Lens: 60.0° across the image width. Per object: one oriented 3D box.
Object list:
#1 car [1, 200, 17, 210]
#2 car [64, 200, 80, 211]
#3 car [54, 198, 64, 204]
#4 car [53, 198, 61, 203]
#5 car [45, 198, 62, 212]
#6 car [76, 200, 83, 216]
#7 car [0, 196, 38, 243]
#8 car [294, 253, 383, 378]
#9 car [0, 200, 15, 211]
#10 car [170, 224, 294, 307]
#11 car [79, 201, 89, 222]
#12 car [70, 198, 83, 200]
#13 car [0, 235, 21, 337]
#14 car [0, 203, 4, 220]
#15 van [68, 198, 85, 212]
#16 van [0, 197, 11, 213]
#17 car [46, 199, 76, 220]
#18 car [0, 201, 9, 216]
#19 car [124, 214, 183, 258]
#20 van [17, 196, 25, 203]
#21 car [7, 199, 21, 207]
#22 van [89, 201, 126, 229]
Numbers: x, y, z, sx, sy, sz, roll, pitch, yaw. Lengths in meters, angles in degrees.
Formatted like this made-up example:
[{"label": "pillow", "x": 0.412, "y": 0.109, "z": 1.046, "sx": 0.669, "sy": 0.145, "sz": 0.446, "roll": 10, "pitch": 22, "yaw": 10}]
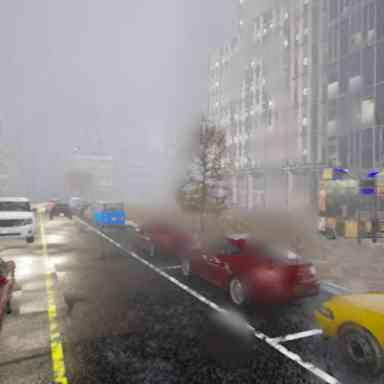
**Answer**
[{"label": "car", "x": -27.319, "y": 1.863, "z": 49.731, "sx": 1.802, "sy": 1.307, "sz": 4.206, "roll": 0, "pitch": 0, "yaw": -25}, {"label": "car", "x": -17.465, "y": 1.867, "z": 48.382, "sx": 1.752, "sy": 1.417, "sz": 4.829, "roll": 0, "pitch": 0, "yaw": -25}, {"label": "car", "x": -31.301, "y": 2.103, "z": 78.330, "sx": 1.887, "sy": 1.381, "sz": 4.507, "roll": 0, "pitch": 0, "yaw": -25}, {"label": "car", "x": -35.936, "y": 2.181, "z": 88.363, "sx": 1.887, "sy": 1.381, "sz": 4.507, "roll": 0, "pitch": 0, "yaw": -25}, {"label": "car", "x": -16.645, "y": 1.617, "z": 40.402, "sx": 2.097, "sy": 1.767, "sz": 4.553, "roll": 1, "pitch": -1, "yaw": -25}, {"label": "car", "x": -10.440, "y": 1.805, "z": 33.178, "sx": 1.947, "sy": 1.339, "sz": 4.313, "roll": 0, "pitch": 0, "yaw": -25}, {"label": "car", "x": -8.948, "y": 1.307, "z": 16.407, "sx": 2.150, "sy": 2.045, "sz": 5.566, "roll": 1, "pitch": -1, "yaw": -25}, {"label": "car", "x": 3.396, "y": 1.584, "z": 3.230, "sx": 1.752, "sy": 1.417, "sz": 4.829, "roll": 0, "pitch": 0, "yaw": -25}, {"label": "car", "x": -25.001, "y": 1.829, "z": 44.714, "sx": 1.802, "sy": 1.307, "sz": 4.206, "roll": 0, "pitch": 0, "yaw": -25}, {"label": "car", "x": 1.149, "y": 1.668, "z": 8.093, "sx": 1.802, "sy": 1.307, "sz": 4.206, "roll": 0, "pitch": 0, "yaw": -25}, {"label": "car", "x": -8.192, "y": 1.733, "z": 28.314, "sx": 1.752, "sy": 1.417, "sz": 4.829, "roll": 0, "pitch": 0, "yaw": -25}, {"label": "car", "x": -12.757, "y": 1.713, "z": 38.195, "sx": 1.967, "sy": 1.590, "sz": 4.097, "roll": 0, "pitch": 0, "yaw": -25}, {"label": "car", "x": -3.624, "y": 1.617, "z": 4.647, "sx": 1.895, "sy": 1.301, "sz": 4.718, "roll": 1, "pitch": -1, "yaw": -25}, {"label": "car", "x": -18.047, "y": 1.711, "z": 29.664, "sx": 1.947, "sy": 1.339, "sz": 4.313, "roll": 0, "pitch": 0, "yaw": -25}, {"label": "van", "x": -15.076, "y": 1.647, "z": 43.214, "sx": 1.690, "sy": 1.788, "sz": 3.998, "roll": 0, "pitch": 0, "yaw": -25}, {"label": "van", "x": -22.683, "y": 1.553, "z": 39.700, "sx": 1.690, "sy": 1.788, "sz": 3.998, "roll": 0, "pitch": 0, "yaw": -25}, {"label": "car", "x": -12.132, "y": 1.707, "z": 30.659, "sx": 1.837, "sy": 1.490, "sz": 4.892, "roll": 1, "pitch": 0, "yaw": -25}, {"label": "car", "x": -20.365, "y": 1.723, "z": 34.681, "sx": 1.887, "sy": 1.381, "sz": 4.507, "roll": 0, "pitch": 0, "yaw": -25}, {"label": "car", "x": -1.169, "y": 1.698, "z": 13.109, "sx": 1.802, "sy": 1.307, "sz": 4.206, "roll": 0, "pitch": 0, "yaw": -25}, {"label": "van", "x": -43.544, "y": 1.883, "z": 84.851, "sx": 1.690, "sy": 1.788, "sz": 3.998, "roll": 0, "pitch": 0, "yaw": -25}, {"label": "car", "x": -31.954, "y": 1.918, "z": 59.765, "sx": 1.947, "sy": 1.339, "sz": 4.313, "roll": 0, "pitch": 0, "yaw": -25}, {"label": "van", "x": -5.803, "y": 1.517, "z": 23.145, "sx": 1.690, "sy": 1.788, "sz": 3.998, "roll": 0, "pitch": 0, "yaw": -25}]
